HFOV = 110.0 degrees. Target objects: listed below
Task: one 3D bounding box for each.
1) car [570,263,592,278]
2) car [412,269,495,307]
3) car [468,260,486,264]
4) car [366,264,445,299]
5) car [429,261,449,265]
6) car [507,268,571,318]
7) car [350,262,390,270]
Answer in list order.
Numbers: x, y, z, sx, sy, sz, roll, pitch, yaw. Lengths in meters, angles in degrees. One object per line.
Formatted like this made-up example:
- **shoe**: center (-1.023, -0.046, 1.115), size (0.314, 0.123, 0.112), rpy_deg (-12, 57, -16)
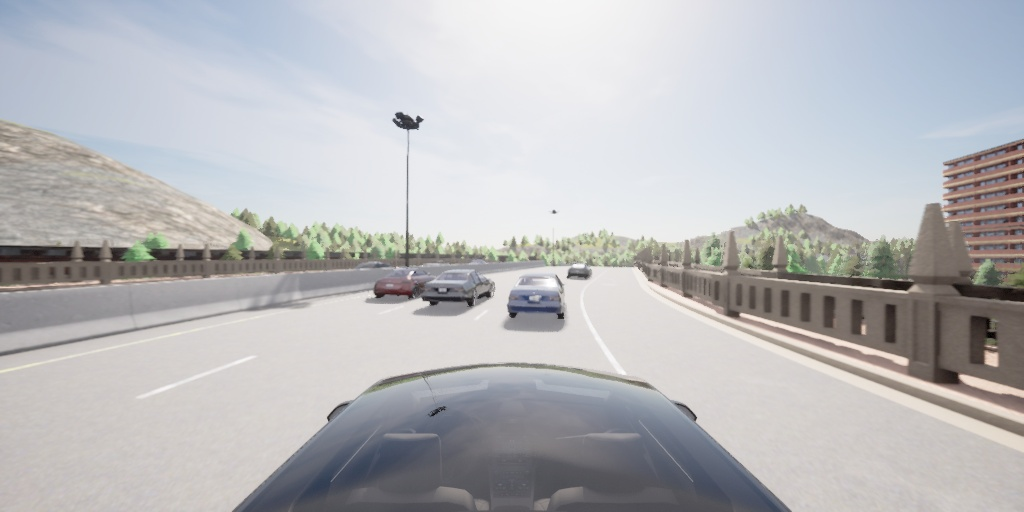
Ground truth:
- **car**: center (6.524, 1.367, 34.499), size (1.994, 1.385, 4.181), rpy_deg (0, 0, 17)
- **car**: center (-2.127, 1.296, 15.602), size (2.033, 1.411, 5.357), rpy_deg (0, 0, 10)
- **car**: center (-5.391, 1.286, 55.366), size (1.812, 1.442, 4.674), rpy_deg (0, 0, 18)
- **car**: center (-5.146, 1.300, 18.094), size (1.994, 1.385, 4.181), rpy_deg (0, 0, 10)
- **car**: center (-10.695, 1.332, 50.229), size (1.895, 1.301, 4.718), rpy_deg (0, 0, 18)
- **car**: center (1.019, 1.310, 13.153), size (2.033, 1.411, 5.357), rpy_deg (0, 0, 8)
- **car**: center (-10.577, 1.219, 26.805), size (1.837, 1.490, 4.892), rpy_deg (0, 0, 15)
